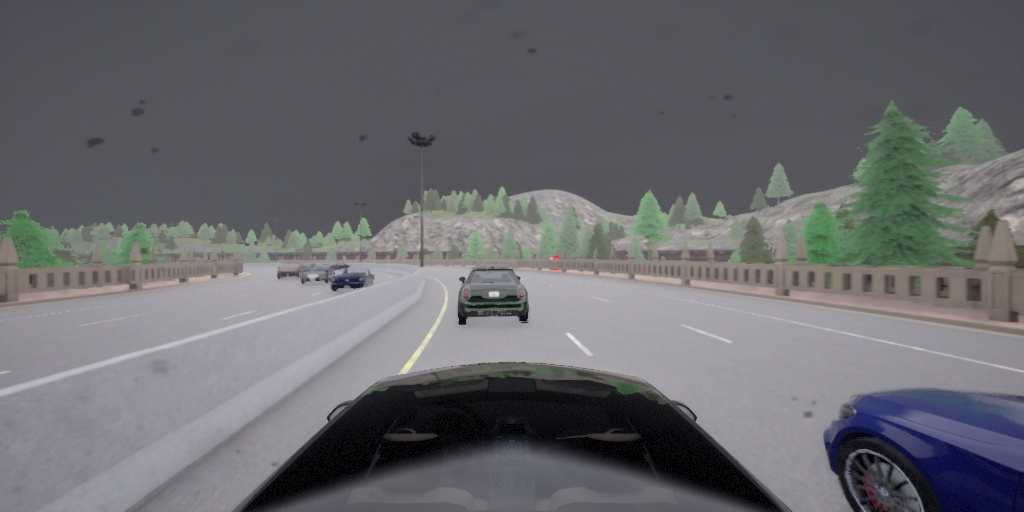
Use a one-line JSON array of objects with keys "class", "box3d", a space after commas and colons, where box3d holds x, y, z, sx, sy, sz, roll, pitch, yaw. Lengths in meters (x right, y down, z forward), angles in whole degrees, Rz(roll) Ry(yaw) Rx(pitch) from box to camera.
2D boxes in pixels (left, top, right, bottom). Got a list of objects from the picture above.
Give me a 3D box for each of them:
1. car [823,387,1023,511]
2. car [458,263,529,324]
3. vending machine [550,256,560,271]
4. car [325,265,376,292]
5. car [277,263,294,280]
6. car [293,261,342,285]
[{"class": "car", "box3d": [3.459, 1.261, 0.948, 1.812, 1.442, 4.674, 0, 0, 0]}, {"class": "car", "box3d": [-0.733, 1.108, 12.291, 2.097, 1.767, 4.553, 0, 0, -6]}, {"class": "vending machine", "box3d": [5.501, 0.944, 46.105, 1.100, 2.100, 0.880, 0, 0, -23]}, {"class": "car", "box3d": [-9.716, 1.418, 22.163, 1.895, 1.301, 4.718, 0, 0, -14]}, {"class": "car", "box3d": [-21.278, 1.410, 34.686, 1.882, 1.535, 5.008, 0, 0, -24]}, {"class": "car", "box3d": [-15.021, 1.355, 27.988, 2.128, 1.511, 4.902, 0, 0, -18]}]
